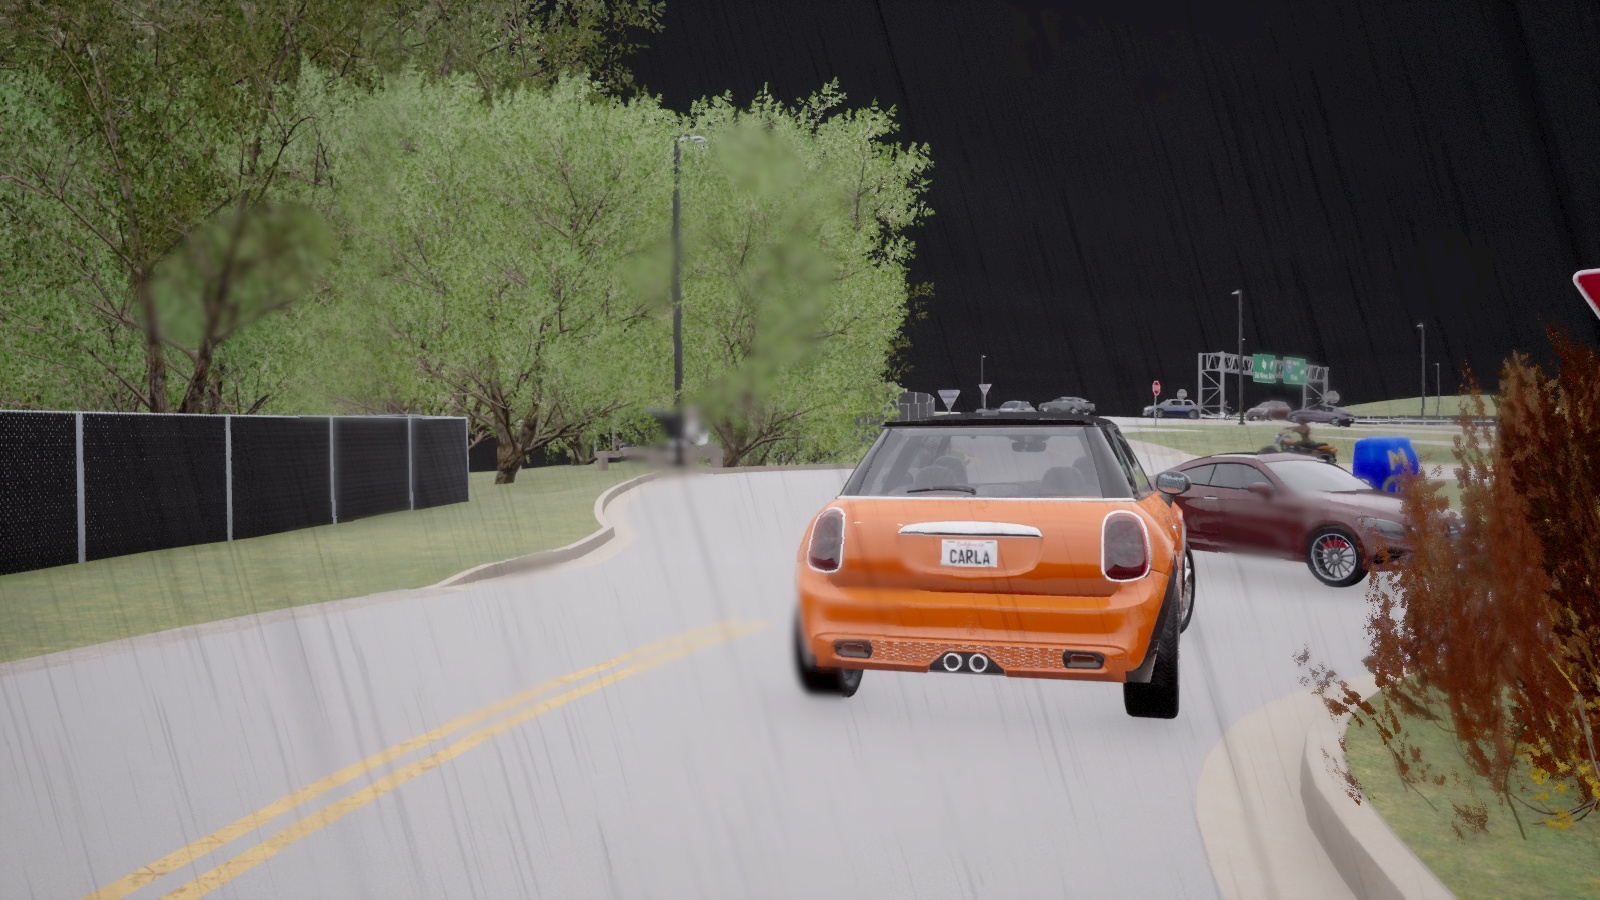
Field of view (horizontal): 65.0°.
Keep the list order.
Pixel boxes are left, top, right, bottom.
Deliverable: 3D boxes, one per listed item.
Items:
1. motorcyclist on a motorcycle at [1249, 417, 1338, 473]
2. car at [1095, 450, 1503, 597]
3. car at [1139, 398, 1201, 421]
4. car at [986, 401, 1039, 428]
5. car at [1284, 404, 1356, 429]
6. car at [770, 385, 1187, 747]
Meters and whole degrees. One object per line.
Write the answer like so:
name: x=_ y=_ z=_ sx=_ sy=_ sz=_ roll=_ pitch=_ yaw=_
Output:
motorcyclist on a motorcycle: x=14.901 y=-0.159 z=37.973 sx=2.350 sy=1.649 sz=0.766 roll=0 pitch=2 yaw=5
car: x=5.969 y=0.773 z=15.704 sx=1.812 sy=1.442 sz=4.674 roll=-1 pitch=2 yaw=-28
car: x=26.943 y=-2.973 z=91.526 sx=3.806 sy=1.475 sz=1.970 roll=2 pitch=2 yaw=-1
car: x=12.616 y=-2.110 z=74.476 sx=1.845 sy=1.501 sz=3.633 roll=0 pitch=2 yaw=31
car: x=36.296 y=-2.343 z=87.678 sx=1.816 sy=1.474 sz=4.193 roll=0 pitch=4 yaw=-43
car: x=1.532 y=0.548 z=8.610 sx=2.097 sy=1.767 sz=4.553 roll=0 pitch=0 yaw=18
